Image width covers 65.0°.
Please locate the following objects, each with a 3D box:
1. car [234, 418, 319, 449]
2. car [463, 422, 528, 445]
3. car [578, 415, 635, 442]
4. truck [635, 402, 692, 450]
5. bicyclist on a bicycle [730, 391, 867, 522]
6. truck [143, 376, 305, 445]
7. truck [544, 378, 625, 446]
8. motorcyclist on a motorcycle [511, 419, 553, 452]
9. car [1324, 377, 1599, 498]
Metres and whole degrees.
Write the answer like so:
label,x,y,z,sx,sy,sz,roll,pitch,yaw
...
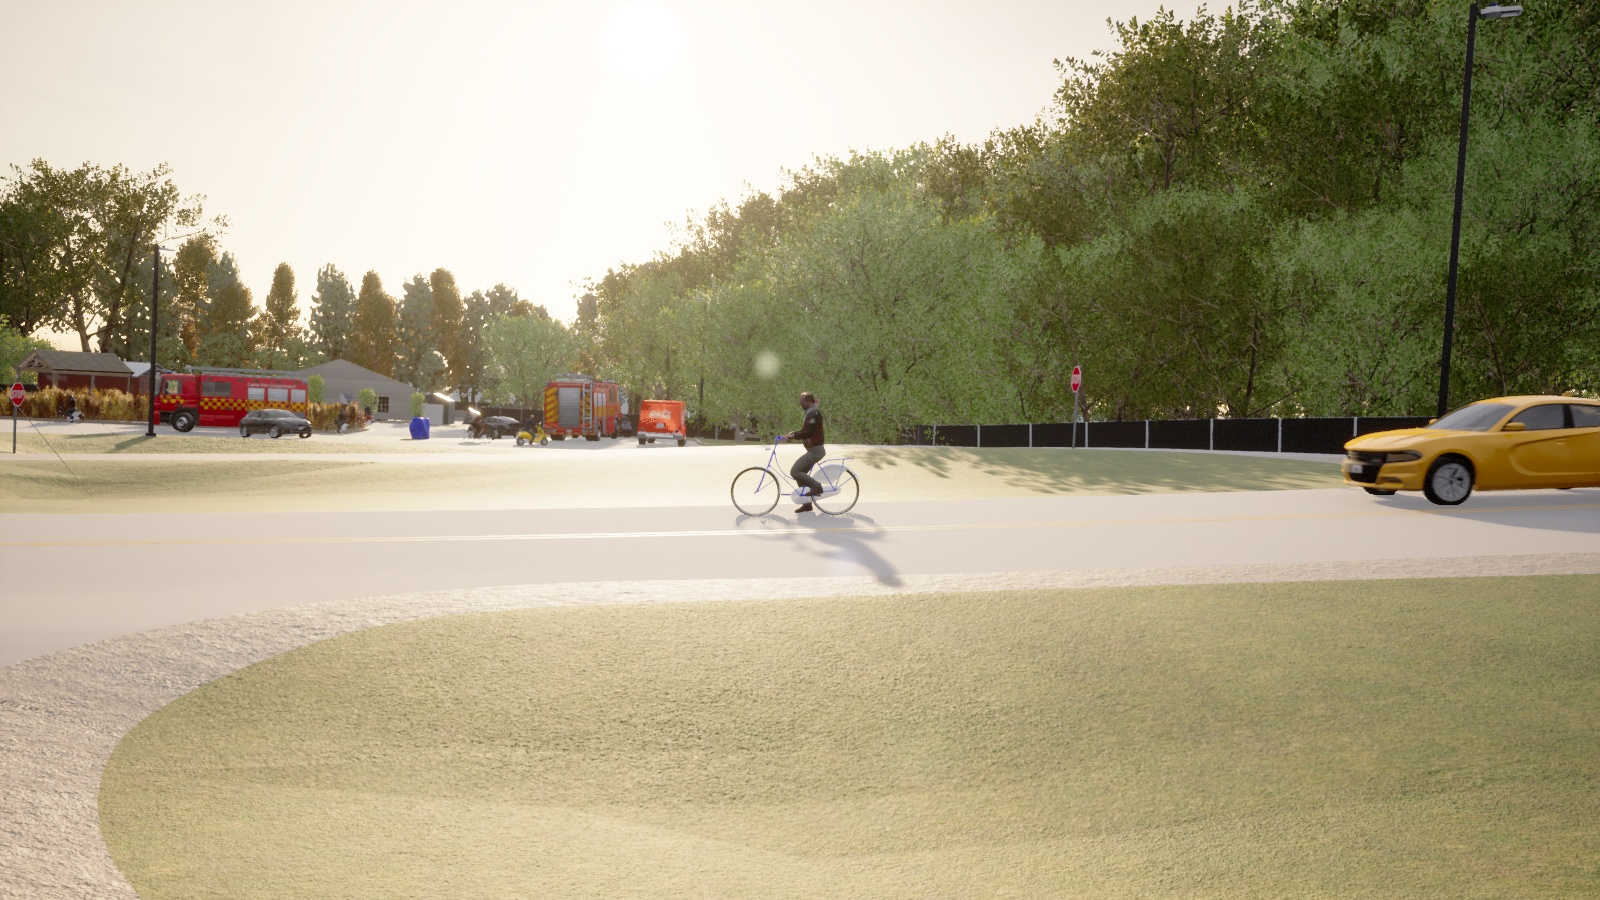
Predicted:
label,x,y,z,sx,sy,sz,roll,pitch,yaw
car,-26.937,-0.845,64.523,4.892,1.490,1.837,-1,1,38
car,-20.507,-1.114,84.423,4.892,1.490,1.837,1,2,42
car,-12.685,-1.383,82.301,1.851,1.617,3.988,-1,-1,-40
truck,-7.484,-1.376,69.400,2.627,2.467,5.204,1,3,-1
bicyclist on a bicycle,-0.028,0.070,17.746,1.843,1.776,0.659,-2,3,-6
truck,-34.210,-2.319,74.739,8.468,3.827,2.891,0,2,-31
truck,-12.631,-2.291,74.399,2.891,3.827,8.468,0,2,3
motorcyclist on a motorcycle,-13.425,-0.745,62.894,1.817,1.590,0.866,-1,4,-38
car,10.708,-0.253,18.776,5.008,1.535,1.882,-3,3,-6
